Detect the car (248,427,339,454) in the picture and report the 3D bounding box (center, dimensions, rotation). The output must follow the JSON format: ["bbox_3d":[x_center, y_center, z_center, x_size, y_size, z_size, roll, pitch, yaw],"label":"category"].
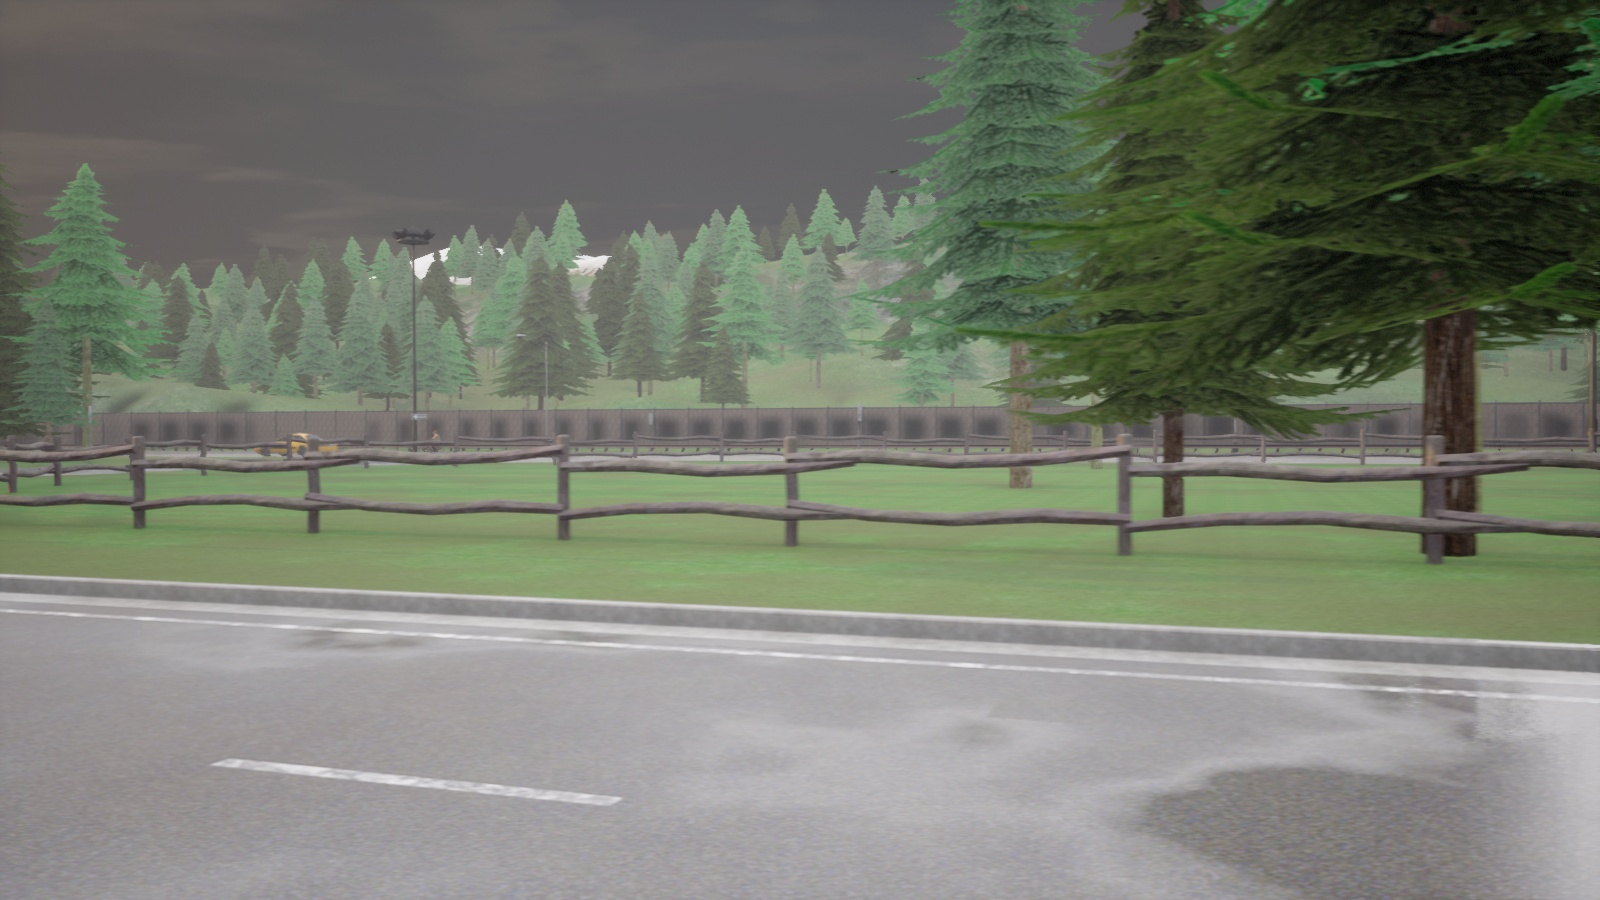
[{"bbox_3d":[-31.432,-0.601,77.908,5.366,1.575,1.801,1,1,18],"label":"car"}]
